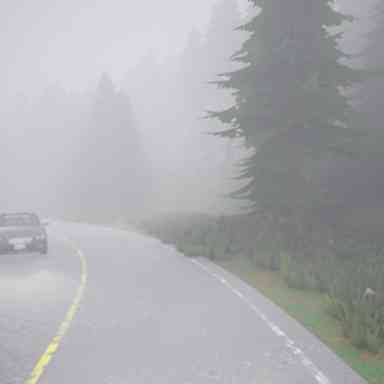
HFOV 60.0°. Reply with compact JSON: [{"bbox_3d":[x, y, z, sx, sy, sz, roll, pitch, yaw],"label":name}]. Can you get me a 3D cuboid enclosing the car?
[{"bbox_3d":[-6.887,1.581,13.256,2.128,1.511,4.902,0,0,-28],"label":"car"}]
